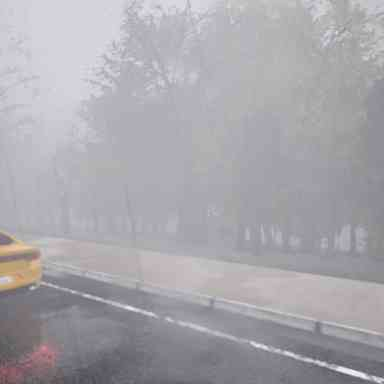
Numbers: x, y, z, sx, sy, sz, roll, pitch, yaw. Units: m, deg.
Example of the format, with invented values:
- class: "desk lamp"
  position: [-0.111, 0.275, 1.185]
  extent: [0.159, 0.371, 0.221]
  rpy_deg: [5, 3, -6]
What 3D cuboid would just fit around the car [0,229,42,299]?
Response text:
- class: "car"
  position: [-5.444, 1.464, 7.564]
  extent: [5.008, 1.535, 1.882]
  rpy_deg: [0, 0, 35]
